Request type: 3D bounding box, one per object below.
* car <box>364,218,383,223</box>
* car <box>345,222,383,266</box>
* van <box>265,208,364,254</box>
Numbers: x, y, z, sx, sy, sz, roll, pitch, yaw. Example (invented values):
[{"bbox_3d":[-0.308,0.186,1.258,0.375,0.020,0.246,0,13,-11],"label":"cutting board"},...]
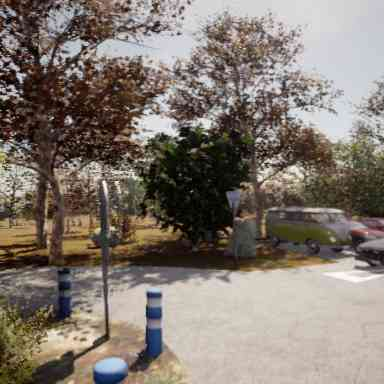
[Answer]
[{"bbox_3d":[7.818,2.082,17.054,2.002,1.452,4.674,1,-2,-25],"label":"car"},{"bbox_3d":[8.259,1.917,11.790,5.357,1.411,2.033,1,-2,-25],"label":"car"},{"bbox_3d":[5.457,1.751,15.809,1.878,1.987,4.442,1,-2,-25],"label":"van"}]
